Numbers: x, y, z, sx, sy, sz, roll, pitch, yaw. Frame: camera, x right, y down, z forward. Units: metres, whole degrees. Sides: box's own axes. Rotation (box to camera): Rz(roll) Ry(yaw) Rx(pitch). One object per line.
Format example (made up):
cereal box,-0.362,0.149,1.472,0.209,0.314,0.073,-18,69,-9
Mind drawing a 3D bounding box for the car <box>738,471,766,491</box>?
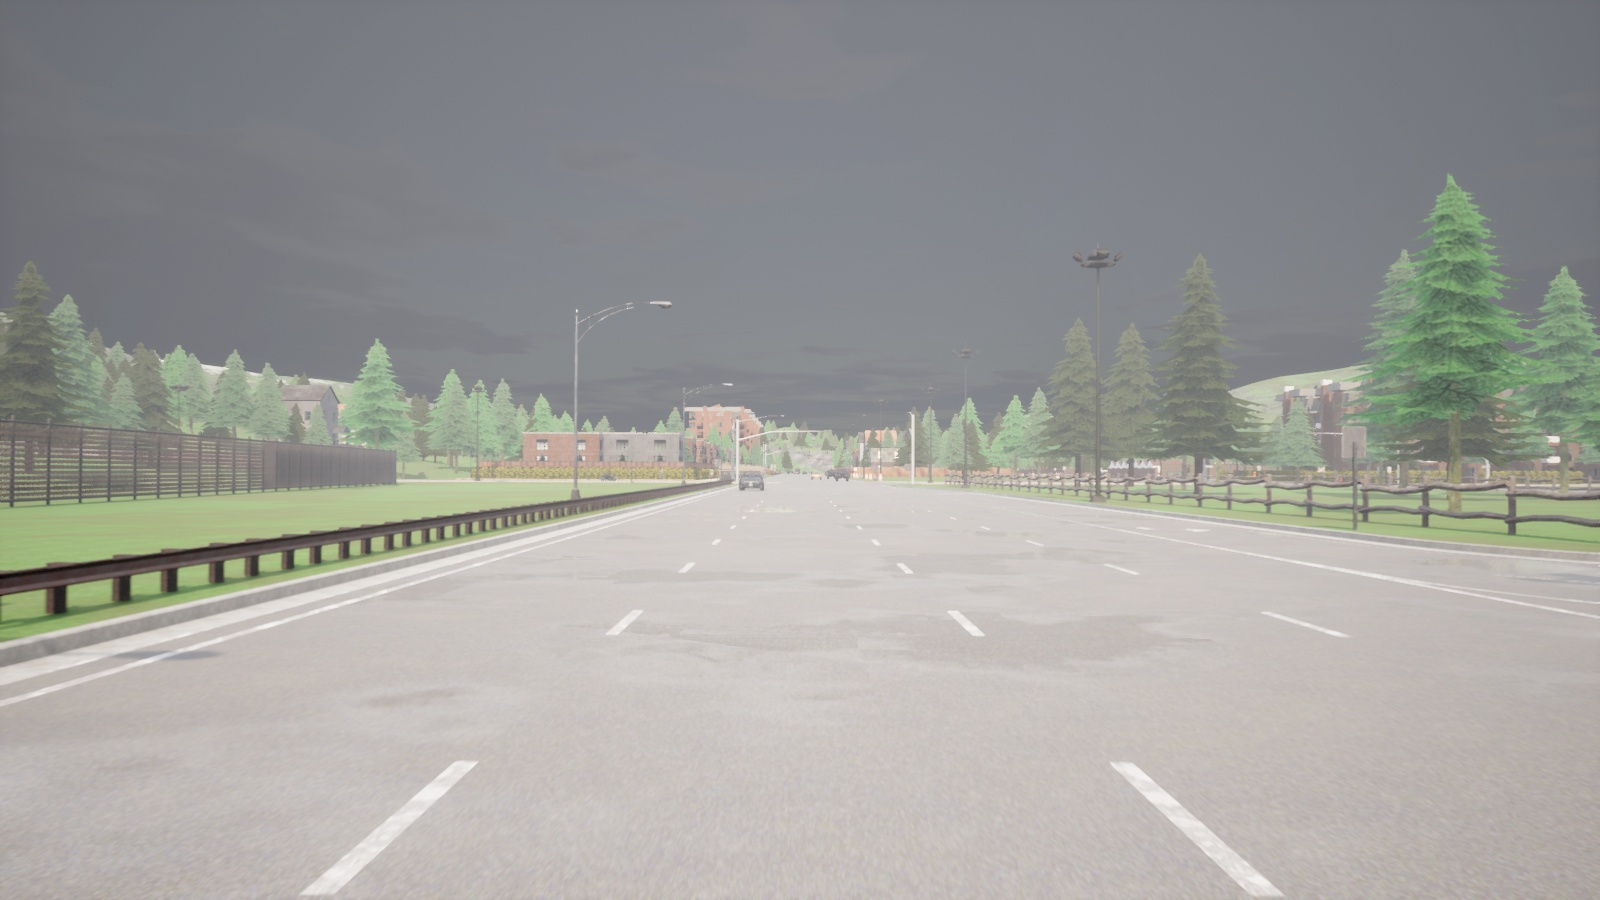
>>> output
car,-3.752,2.422,98.272,2.007,1.525,4.514,0,-1,0
